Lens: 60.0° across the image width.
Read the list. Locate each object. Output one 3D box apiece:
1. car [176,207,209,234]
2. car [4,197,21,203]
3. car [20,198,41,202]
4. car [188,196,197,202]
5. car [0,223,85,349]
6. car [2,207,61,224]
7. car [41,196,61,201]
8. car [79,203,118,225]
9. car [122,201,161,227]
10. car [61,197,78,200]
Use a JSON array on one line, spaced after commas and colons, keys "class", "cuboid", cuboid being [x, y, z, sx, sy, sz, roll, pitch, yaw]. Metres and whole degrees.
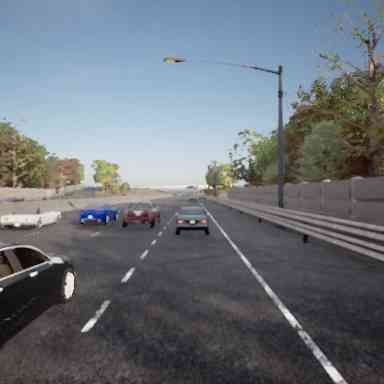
[{"class": "car", "cuboid": [0.024, 1.580, 19.406, 2.033, 1.411, 5.357, 0, 0, 0]}, {"class": "car", "cuboid": [-31.432, 1.710, 59.036, 2.128, 1.511, 4.902, 0, 0, 0]}, {"class": "car", "cuboid": [-27.932, 1.794, 59.145, 1.895, 1.301, 4.718, 0, 0, 0]}, {"class": "car", "cuboid": [0.107, 1.796, 88.114, 1.812, 1.442, 4.674, 0, 0, 0]}, {"class": "car", "cuboid": [-3.395, 1.520, 5.273, 1.837, 1.490, 4.892, 0, 0, 0]}, {"class": "car", "cuboid": [-10.369, 1.659, 21.978, 1.895, 1.301, 4.718, 0, 0, 0]}, {"class": "car", "cuboid": [-24.439, 1.544, 59.343, 2.097, 1.767, 4.553, 0, 0, 0]}, {"class": "car", "cuboid": [-6.865, 1.534, 24.926, 1.882, 1.535, 5.008, 0, 0, 0]}, {"class": "car", "cuboid": [-3.372, 1.398, 23.017, 2.097, 1.767, 4.553, 0, 0, 0]}, {"class": "car", "cuboid": [-20.949, 1.744, 58.916, 1.994, 1.385, 4.181, 0, 0, 1]}]
